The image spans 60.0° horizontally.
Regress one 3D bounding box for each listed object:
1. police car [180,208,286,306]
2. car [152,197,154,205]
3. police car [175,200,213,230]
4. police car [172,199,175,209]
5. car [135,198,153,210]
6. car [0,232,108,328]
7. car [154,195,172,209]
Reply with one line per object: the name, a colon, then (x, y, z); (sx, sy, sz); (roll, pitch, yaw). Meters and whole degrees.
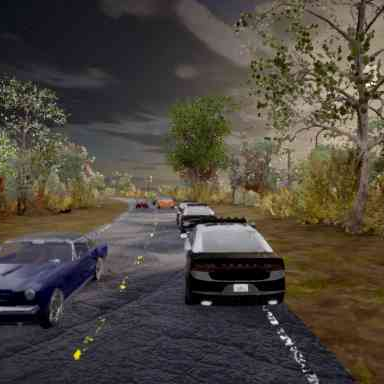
police car: (0.745, 1.425, 8.237); (1.930, 1.638, 5.238); (0, 0, -2)
car: (-5.858, 1.346, 57.945); (2.097, 1.767, 4.553); (0, 0, -12)
police car: (0.242, 1.424, 18.303); (1.930, 1.638, 5.238); (0, 0, -4)
police car: (-0.220, 1.423, 24.333); (1.930, 1.638, 5.238); (0, 0, -5)
car: (-6.450, 1.598, 43.068); (1.895, 1.301, 4.718); (0, 0, -9)
car: (-3.195, 1.600, 7.054); (1.895, 1.301, 4.718); (0, 0, -2)
car: (-3.685, 1.348, 45.648); (2.097, 1.767, 4.553); (0, 0, -9)
